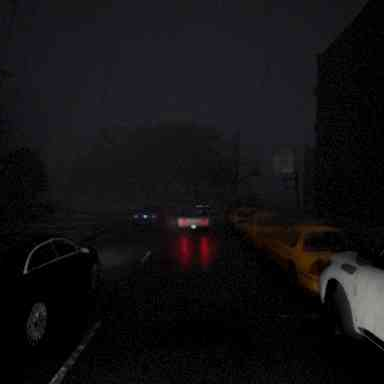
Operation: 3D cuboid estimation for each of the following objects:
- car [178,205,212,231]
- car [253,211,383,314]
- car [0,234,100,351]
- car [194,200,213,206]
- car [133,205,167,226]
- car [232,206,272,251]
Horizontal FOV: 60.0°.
[{"bbox_3d":[0.151,1.734,21.428,1.895,1.301,4.718,0,0,1],"label":"car"},{"bbox_3d":[3.212,1.533,9.078,1.946,1.575,5.366,0,0,0],"label":"car"},{"bbox_3d":[-3.159,1.530,6.239,2.128,1.511,4.902,0,0,0],"label":"car"},{"bbox_3d":[1.223,1.671,36.660,2.128,1.511,4.902,0,1,6],"label":"car"},{"bbox_3d":[-3.014,1.696,24.657,2.033,1.411,5.357,0,0,2],"label":"car"},{"bbox_3d":[3.204,1.567,14.603,1.946,1.575,5.366,0,0,0],"label":"car"}]
